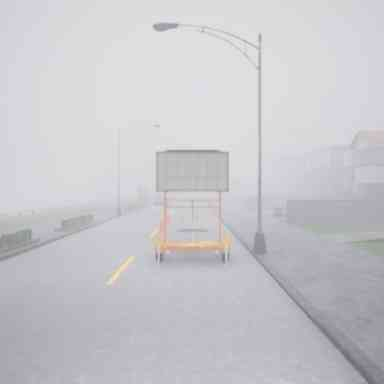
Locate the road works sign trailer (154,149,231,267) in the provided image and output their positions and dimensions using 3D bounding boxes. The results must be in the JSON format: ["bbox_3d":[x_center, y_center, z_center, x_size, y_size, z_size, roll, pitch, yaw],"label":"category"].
[{"bbox_3d":[0.018,0.385,11.126,2.380,3.560,2.880,0,0,0],"label":"road works sign trailer"}]

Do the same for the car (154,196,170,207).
[{"bbox_3d":[-4.017,1.229,44.932,2.033,1.411,5.357,0,0,0],"label":"car"}]
